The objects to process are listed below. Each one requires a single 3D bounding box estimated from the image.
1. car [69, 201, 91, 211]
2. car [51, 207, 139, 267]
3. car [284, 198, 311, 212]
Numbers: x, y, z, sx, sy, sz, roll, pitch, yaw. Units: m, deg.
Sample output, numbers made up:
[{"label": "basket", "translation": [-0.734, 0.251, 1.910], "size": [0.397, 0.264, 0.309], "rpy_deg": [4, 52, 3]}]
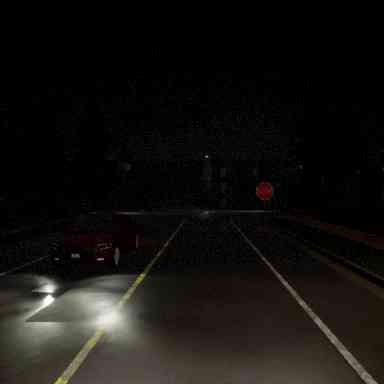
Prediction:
[{"label": "car", "translation": [-13.344, 1.597, 35.997], "size": [4.718, 1.301, 1.895], "rpy_deg": [0, 0, 2]}, {"label": "car", "translation": [-3.119, 1.484, 11.610], "size": [1.882, 1.535, 5.008], "rpy_deg": [0, 0, 2]}, {"label": "car", "translation": [13.155, 1.489, 38.461], "size": [4.902, 1.511, 2.128], "rpy_deg": [0, 0, -1]}]
